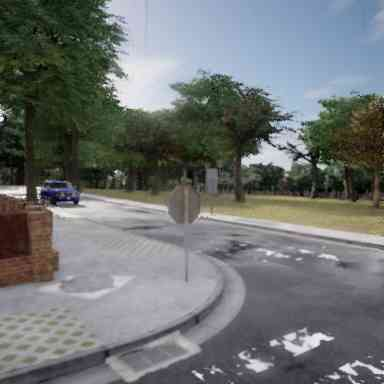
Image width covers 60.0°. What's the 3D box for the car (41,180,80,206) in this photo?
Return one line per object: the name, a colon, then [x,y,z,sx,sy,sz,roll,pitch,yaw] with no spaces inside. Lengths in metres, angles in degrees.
car: [-11.651,0.021,29.189,2.150,2.045,5.566,0,3,-37]
